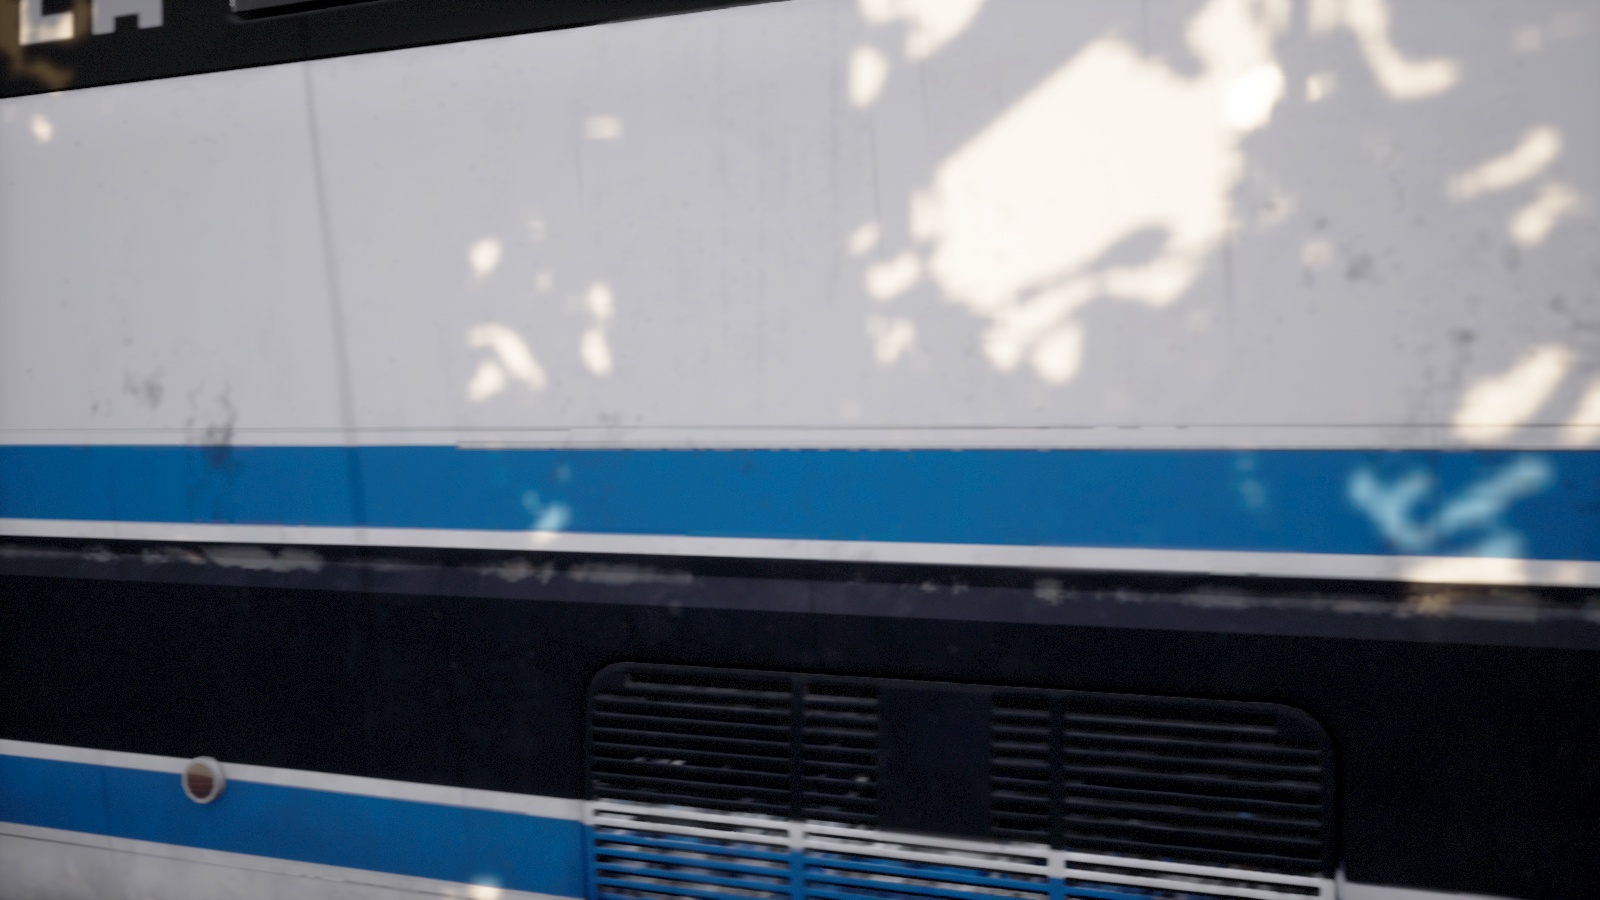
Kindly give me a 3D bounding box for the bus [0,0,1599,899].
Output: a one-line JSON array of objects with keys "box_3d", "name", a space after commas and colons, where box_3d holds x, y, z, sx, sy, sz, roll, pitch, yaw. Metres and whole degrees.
[{"box_3d": [0.011, -0.609, 3.722, 10.273, 4.253, 3.944, 1, 1, 19], "name": "bus"}]
